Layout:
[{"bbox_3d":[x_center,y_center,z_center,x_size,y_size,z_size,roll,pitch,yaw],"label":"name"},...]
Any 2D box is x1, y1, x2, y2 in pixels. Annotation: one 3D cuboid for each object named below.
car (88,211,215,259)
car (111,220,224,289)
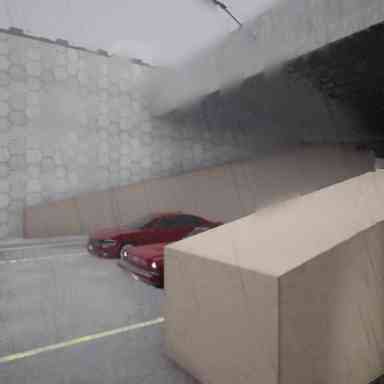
[{"bbox_3d":[-1.093,1.450,11.756,5.008,1.535,1.882,0,0,-35],"label":"car"},{"bbox_3d":[0.568,1.583,8.649,4.718,1.301,1.895,0,0,-35],"label":"car"}]
